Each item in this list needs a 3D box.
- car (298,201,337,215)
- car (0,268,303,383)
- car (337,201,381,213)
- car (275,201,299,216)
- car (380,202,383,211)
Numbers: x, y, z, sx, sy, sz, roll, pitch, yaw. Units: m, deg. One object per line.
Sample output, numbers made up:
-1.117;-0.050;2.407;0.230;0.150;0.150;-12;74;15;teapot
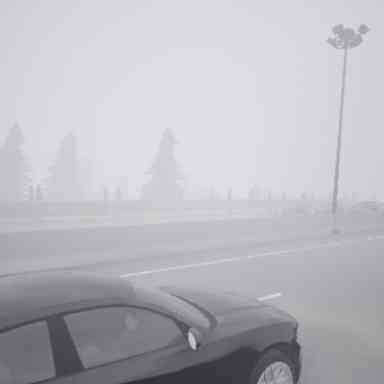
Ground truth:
12.185;1.660;29.886;4.902;1.511;2.128;0;0;-35;car
-1.063;1.481;2.990;5.008;1.535;1.882;0;0;-36;car
14.248;1.522;27.057;4.553;1.767;2.097;1;0;-35;car
10.236;1.661;32.793;4.902;1.511;2.128;0;0;-35;car
11.555;1.468;16.297;4.553;1.767;2.097;0;0;-36;car
